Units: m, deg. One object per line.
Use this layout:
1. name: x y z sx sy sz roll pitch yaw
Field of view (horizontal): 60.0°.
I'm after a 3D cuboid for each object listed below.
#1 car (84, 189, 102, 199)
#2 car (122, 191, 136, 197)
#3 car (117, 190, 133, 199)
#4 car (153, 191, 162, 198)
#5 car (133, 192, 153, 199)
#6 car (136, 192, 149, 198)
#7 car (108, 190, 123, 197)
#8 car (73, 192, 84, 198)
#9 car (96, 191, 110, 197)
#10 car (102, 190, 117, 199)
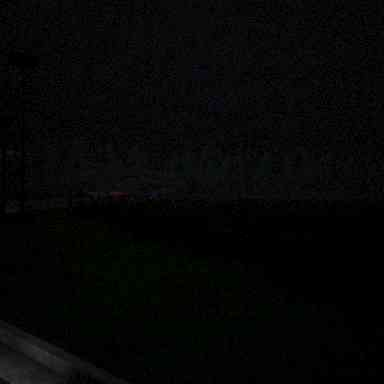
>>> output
1. car: -21.012 0.415 73.796 2.150 2.045 5.566 1 0 10
2. car: -15.727 0.501 83.402 1.882 1.535 5.008 1 0 10
3. car: -14.045 0.626 73.001 2.097 1.767 4.553 1 0 10
4. car: -8.839 0.584 82.162 1.882 1.535 5.008 1 0 10
5. car: -10.614 0.876 72.319 1.994 1.385 4.181 1 0 10
6. car: -12.284 0.617 82.783 1.994 1.385 4.181 1 0 10
7. car: -19.176 0.337 83.992 2.097 1.767 4.553 1 0 10
8. car: -24.465 0.698 74.389 2.033 1.411 5.357 1 0 10
9. car: -22.617 0.464 84.643 1.812 1.442 4.674 1 0 10
10. car: -17.498 0.835 73.589 1.895 1.301 4.718 1 0 10
